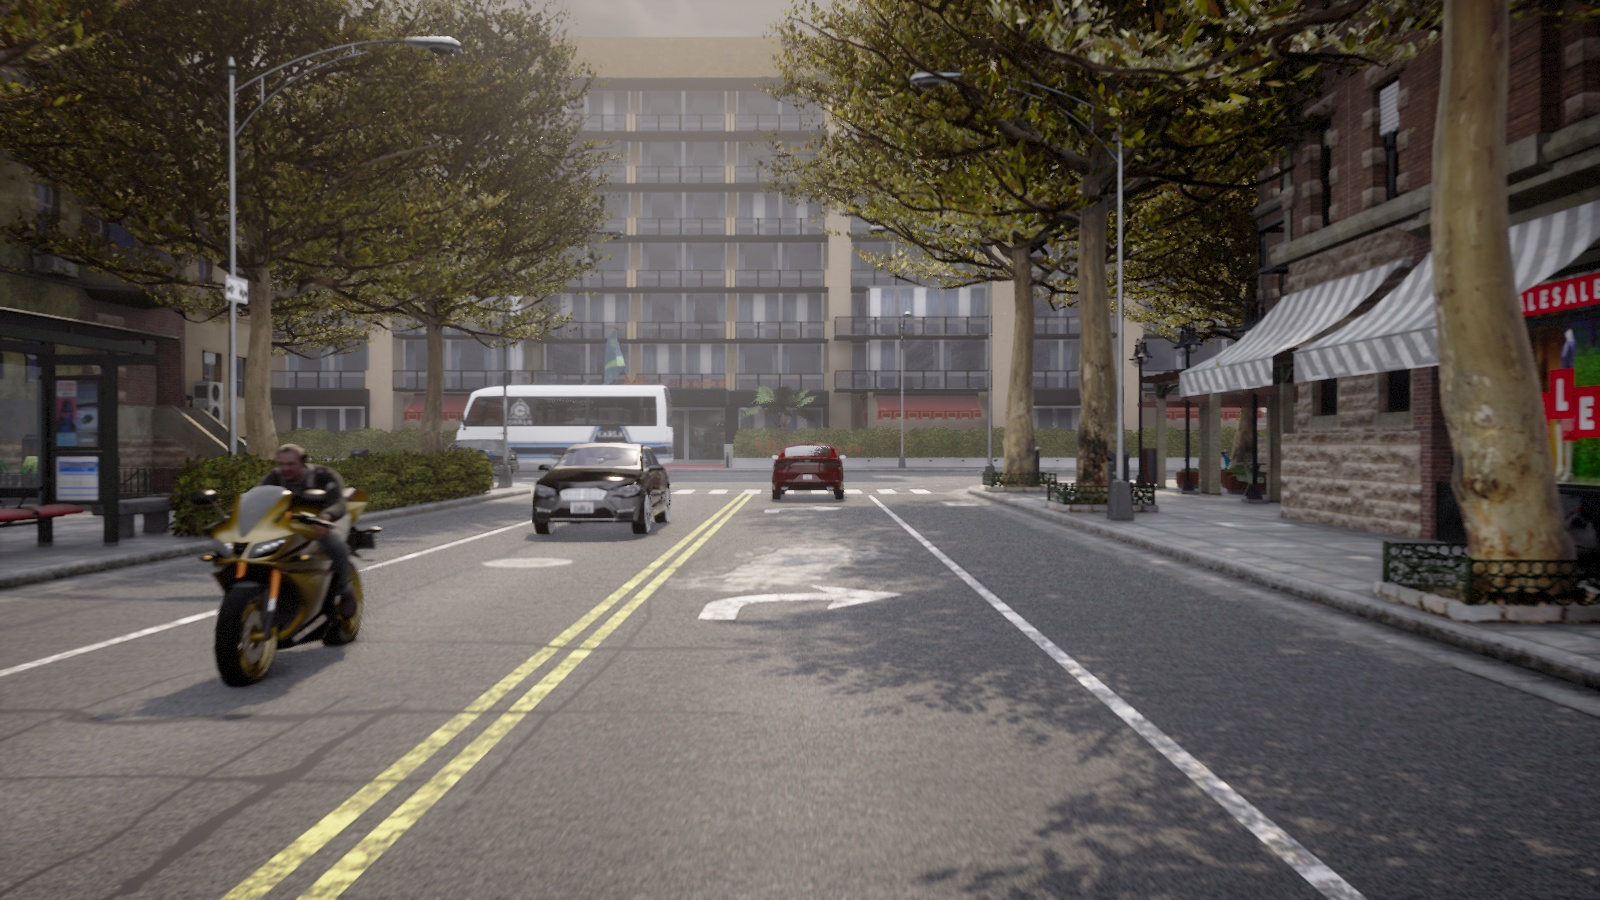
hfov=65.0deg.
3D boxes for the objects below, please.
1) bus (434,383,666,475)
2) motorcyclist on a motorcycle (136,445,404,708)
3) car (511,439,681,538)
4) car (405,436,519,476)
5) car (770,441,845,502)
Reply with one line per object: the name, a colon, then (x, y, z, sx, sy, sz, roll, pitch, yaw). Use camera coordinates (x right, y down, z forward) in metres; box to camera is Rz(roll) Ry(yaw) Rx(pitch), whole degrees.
bus: (-11.715, -0.977, 59.839, 10.273, 4.253, 3.944, 0, 0, 0)
motorcyclist on a motorcycle: (-3.437, 0.731, 8.423, 0.866, 1.530, 2.191, 0, 0, 0)
car: (-3.361, 0.577, 21.742, 2.128, 1.511, 4.902, 0, 0, 0)
car: (-15.131, 0.275, 56.350, 4.553, 1.767, 2.097, 0, 0, 0)
car: (0.239, 0.530, 34.411, 1.882, 1.535, 5.008, 0, 0, 1)
